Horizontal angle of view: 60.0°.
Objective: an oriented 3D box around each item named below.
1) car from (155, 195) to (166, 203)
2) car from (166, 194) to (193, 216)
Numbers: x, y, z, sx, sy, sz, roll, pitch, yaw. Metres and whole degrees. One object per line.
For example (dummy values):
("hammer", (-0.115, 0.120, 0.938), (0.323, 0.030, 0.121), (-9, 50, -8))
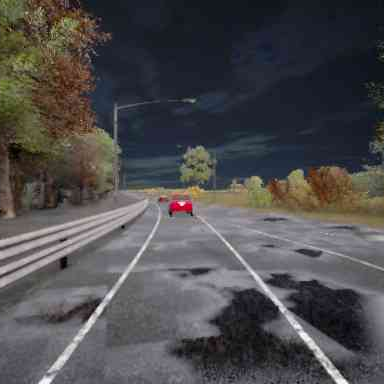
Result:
("car", (-5.822, 1.354, 66.469), (1.882, 1.535, 5.008), (0, 0, -11))
("car", (-1.160, 1.206, 32.168), (2.150, 2.045, 5.566), (0, 0, -5))
